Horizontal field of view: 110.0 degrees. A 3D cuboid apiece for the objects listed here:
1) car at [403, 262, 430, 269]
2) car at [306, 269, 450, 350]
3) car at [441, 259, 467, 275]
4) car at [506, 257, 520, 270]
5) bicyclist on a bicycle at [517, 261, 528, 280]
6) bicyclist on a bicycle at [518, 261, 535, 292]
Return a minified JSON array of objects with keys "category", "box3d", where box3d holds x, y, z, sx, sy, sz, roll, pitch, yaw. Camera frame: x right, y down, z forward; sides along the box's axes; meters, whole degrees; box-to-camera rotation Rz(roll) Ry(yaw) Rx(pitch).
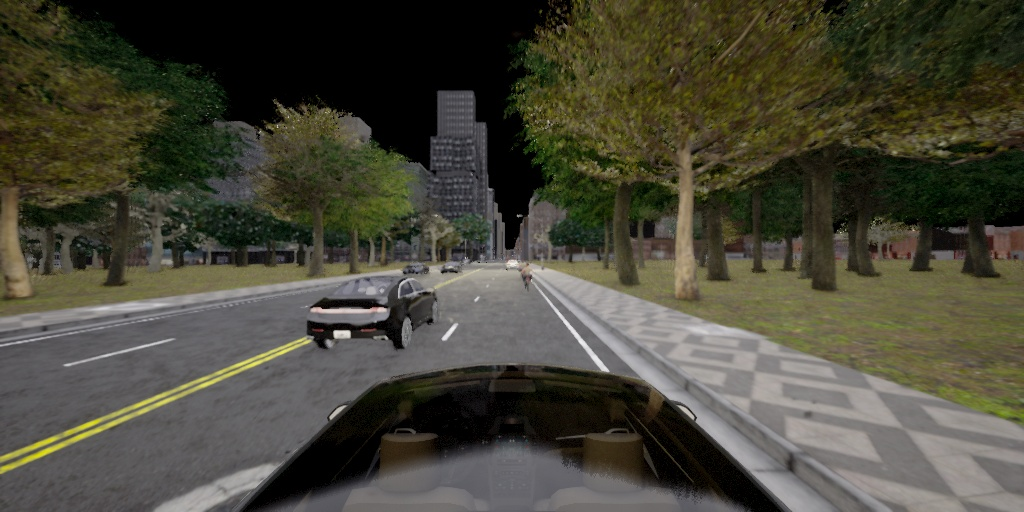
[{"category":"car","box3d":[-9.846,1.336,37.072,1.994,1.385,4.181,0,0,0]},{"category":"car","box3d":[-3.152,1.241,9.073,2.128,1.511,4.902,0,0,0]},{"category":"car","box3d":[-6.598,1.324,39.781,2.033,1.411,5.357,0,0,0]},{"category":"car","box3d":[0.084,1.334,53.714,1.812,1.442,4.674,0,0,0]},{"category":"bicyclist on a bicycle","box3d":[0.904,1.201,30.469,0.866,1.612,1.509,0,0,0]},{"category":"bicyclist on a bicycle","box3d":[0.889,1.192,20.376,0.866,1.612,1.509,0,0,0]}]
